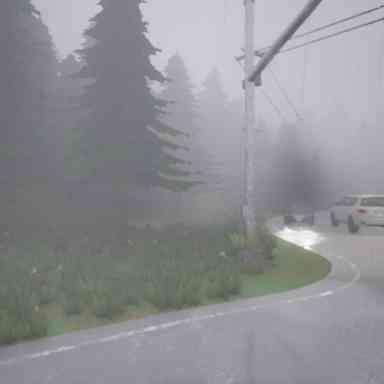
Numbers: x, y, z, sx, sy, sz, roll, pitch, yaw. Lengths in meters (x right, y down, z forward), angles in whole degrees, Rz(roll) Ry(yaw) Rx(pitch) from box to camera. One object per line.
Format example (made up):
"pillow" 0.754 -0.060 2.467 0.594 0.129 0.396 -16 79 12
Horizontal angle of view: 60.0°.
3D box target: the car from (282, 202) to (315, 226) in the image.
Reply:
"car" 7.255 1.440 22.816 2.128 1.511 4.902 0 0 16

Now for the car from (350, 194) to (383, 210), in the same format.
"car" 21.648 1.207 40.523 4.553 1.767 2.097 0 0 -30

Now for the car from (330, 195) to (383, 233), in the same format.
"car" 9.784 1.168 19.318 2.150 2.045 5.566 0 0 7
